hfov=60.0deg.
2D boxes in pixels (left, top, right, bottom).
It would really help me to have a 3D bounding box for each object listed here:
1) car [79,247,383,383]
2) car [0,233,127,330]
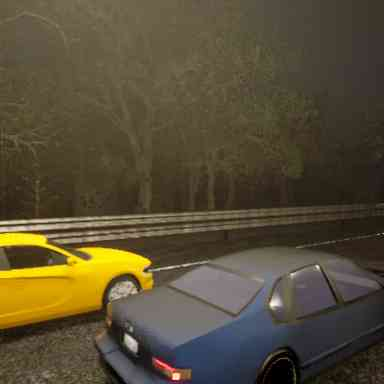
[{"bbox_3d":[1.424,1.542,4.779,5.357,1.411,2.033,0,0,-36],"label":"car"},{"bbox_3d":[-3.096,1.478,5.850,5.008,1.535,1.882,0,0,-36],"label":"car"}]
